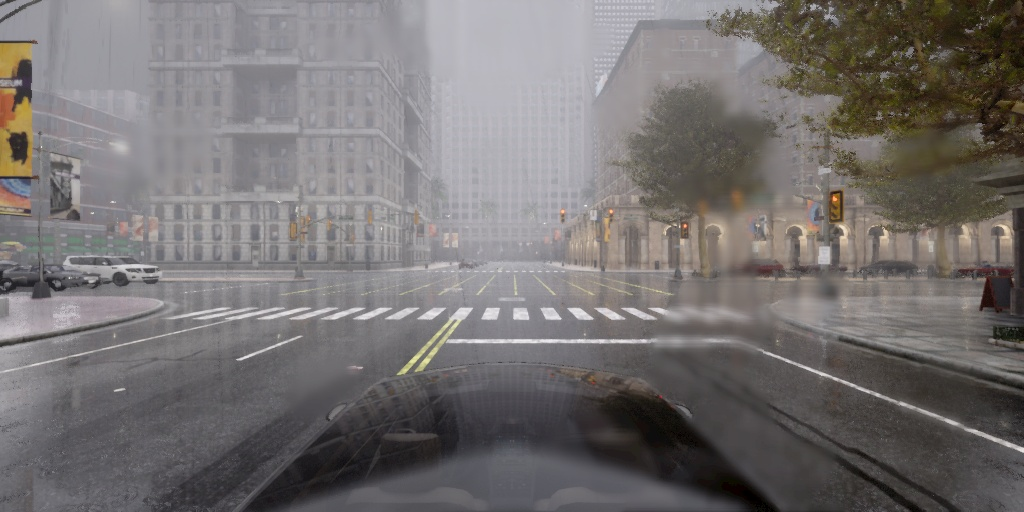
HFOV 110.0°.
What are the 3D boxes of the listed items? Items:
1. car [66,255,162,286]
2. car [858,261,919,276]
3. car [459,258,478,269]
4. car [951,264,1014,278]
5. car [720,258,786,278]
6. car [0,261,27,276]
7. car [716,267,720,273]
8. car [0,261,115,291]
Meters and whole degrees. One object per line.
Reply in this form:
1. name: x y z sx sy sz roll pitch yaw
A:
1. car: -27.388 0.971 24.552 5.566 2.045 2.150 0 0 2
2. car: 37.626 1.254 35.911 4.892 1.490 1.837 0 0 0
3. car: -7.120 1.102 56.621 2.097 1.767 4.553 0 0 0
4. car: 42.822 1.351 32.379 4.718 1.301 1.895 0 0 0
5. car: 21.988 1.103 32.490 4.553 1.767 2.097 0 0 0
6. car: -52.548 1.255 36.916 4.892 1.490 1.837 0 0 20
7. car: 23.145 1.351 35.984 4.718 1.301 1.895 0 0 0
8. car: -27.067 1.241 21.036 4.902 1.511 2.128 0 0 0
